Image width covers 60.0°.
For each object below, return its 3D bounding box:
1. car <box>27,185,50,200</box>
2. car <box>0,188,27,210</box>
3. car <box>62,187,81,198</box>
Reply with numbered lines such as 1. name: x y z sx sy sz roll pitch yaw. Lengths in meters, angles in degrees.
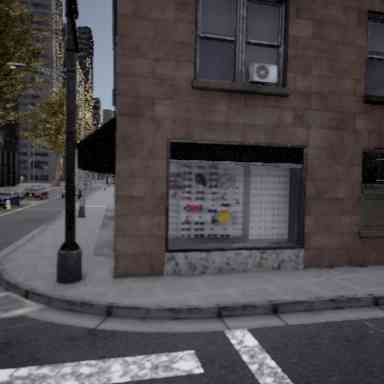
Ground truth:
1. car: -15.641 0.022 33.310 1.994 1.385 4.181 1 2 -12
2. car: -13.461 0.461 23.481 1.895 1.301 4.718 1 2 -13
3. car: -13.326 -0.087 37.196 2.033 1.411 5.357 1 2 -13
